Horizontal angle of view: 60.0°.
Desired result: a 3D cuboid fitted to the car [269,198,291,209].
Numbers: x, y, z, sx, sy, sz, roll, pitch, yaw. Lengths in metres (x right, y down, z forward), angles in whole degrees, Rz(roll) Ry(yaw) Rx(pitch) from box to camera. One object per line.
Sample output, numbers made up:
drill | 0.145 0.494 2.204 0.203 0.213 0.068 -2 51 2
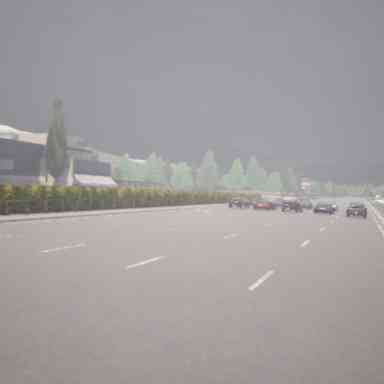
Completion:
car | 13.419 1.669 50.553 2.033 1.411 5.357 3 1 27

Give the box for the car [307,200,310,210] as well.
car | 16.534 1.814 48.964 2.033 1.411 5.357 3 1 27

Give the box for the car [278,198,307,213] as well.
car | 12.216 1.665 40.365 1.837 1.490 4.892 3 1 28

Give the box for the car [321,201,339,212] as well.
car | 19.760 2.016 47.594 1.895 1.301 4.718 3 1 27

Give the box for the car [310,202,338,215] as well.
car | 15.728 1.879 39.546 1.994 1.385 4.181 3 1 28

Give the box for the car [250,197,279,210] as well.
car | 9.280 1.583 42.297 1.994 1.385 4.181 3 1 27

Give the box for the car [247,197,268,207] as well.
car | 10.318 1.541 52.170 1.994 1.385 4.181 3 1 27

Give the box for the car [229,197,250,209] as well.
car | 6.414 1.385 44.369 1.837 1.490 4.892 3 1 27

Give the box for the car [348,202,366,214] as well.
car | 22.595 2.101 45.447 2.033 1.411 5.357 3 1 27

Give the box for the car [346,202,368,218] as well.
car | 17.731 1.924 35.802 2.128 1.511 4.902 3 1 27
